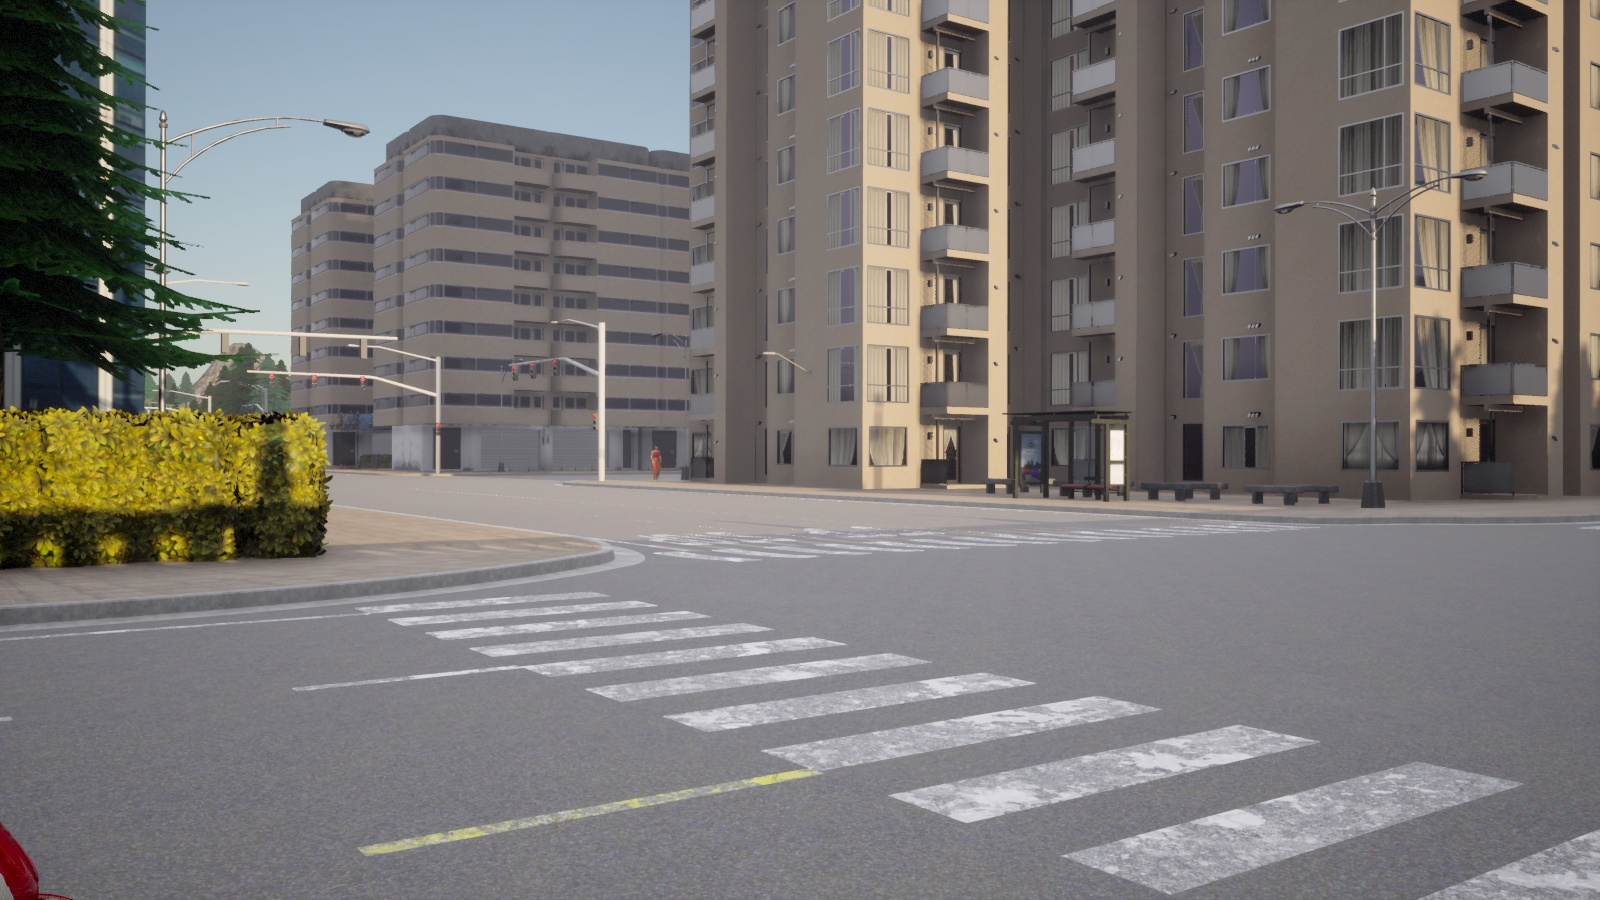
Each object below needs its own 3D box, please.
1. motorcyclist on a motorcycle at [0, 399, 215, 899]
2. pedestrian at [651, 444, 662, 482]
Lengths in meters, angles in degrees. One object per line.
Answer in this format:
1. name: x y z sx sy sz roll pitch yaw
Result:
1. motorcyclist on a motorcycle: -2.100 0.708 2.209 1.817 1.590 0.866 0 0 -35
2. pedestrian: -6.885 0.621 60.258 0.345 1.836 0.594 0 0 -27
